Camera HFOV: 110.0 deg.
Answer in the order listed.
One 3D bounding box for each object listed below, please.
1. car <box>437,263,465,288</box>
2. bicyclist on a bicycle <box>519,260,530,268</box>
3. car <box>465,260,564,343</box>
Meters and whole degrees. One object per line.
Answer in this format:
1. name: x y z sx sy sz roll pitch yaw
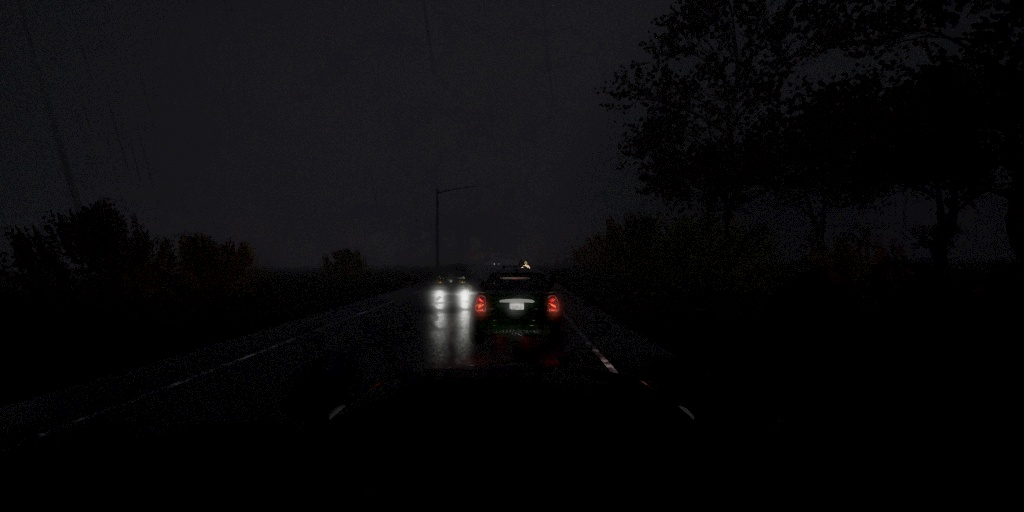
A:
1. car: -3.584 1.247 23.438 1.837 1.490 4.892 0 0 0
2. bicyclist on a bicycle: 0.977 1.177 25.610 0.866 1.612 1.509 0 0 1
3. car: 0.114 1.099 9.787 2.097 1.767 4.553 0 0 0
